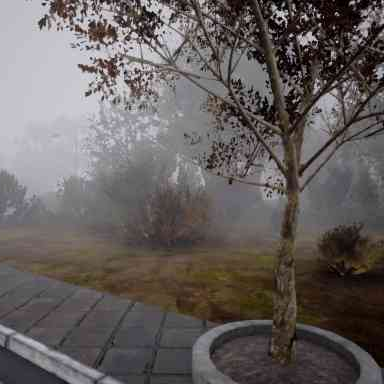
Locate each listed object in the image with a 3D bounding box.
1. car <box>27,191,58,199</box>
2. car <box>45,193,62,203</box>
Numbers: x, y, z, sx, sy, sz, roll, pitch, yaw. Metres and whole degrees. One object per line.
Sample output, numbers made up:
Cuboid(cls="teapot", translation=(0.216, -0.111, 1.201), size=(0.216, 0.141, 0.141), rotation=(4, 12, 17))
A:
Cuboid(cls="car", translation=(-18.391, 0.939, 41.852), size=(2.150, 2.045, 5.566), rotation=(1, 0, 32))
Cuboid(cls="car", translation=(-15.177, 1.240, 40.013), size=(2.128, 1.511, 4.902), rotation=(1, 0, 32))
